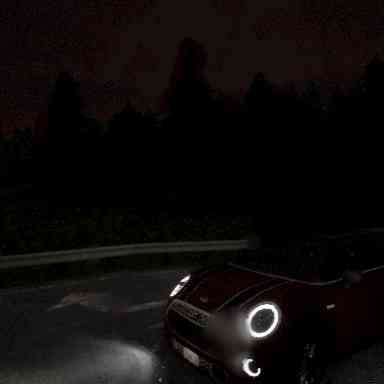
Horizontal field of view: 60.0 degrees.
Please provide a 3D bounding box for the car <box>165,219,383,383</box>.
[{"bbox_3d":[1.822,1.371,5.265,4.553,1.767,2.097,0,0,-35],"label":"car"}]
